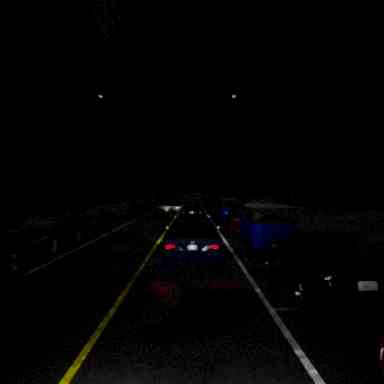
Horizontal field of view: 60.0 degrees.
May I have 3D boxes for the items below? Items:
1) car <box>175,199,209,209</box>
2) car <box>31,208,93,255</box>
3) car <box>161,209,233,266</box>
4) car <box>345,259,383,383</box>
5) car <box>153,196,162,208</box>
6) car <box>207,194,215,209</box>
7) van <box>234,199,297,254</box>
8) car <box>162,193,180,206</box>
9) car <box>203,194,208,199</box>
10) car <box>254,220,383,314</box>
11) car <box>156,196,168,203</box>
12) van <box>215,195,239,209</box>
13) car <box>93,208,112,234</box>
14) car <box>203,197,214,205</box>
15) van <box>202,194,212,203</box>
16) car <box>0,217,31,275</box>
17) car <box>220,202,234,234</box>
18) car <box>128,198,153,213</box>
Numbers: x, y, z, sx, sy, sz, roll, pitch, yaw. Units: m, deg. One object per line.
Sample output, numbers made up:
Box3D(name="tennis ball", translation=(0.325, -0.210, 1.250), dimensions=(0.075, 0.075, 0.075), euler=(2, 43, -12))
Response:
Box3D(name="car", translation=(0.030, 1.514, 26.407), dimensions=(2.033, 1.411, 5.357), euler=(0, 0, 1))
Box3D(name="car", translation=(-5.670, 1.534, 13.115), dimensions=(2.008, 1.369, 4.403), euler=(0, 0, 0))
Box3D(name="car", translation=(0.026, 1.533, 11.413), dimensions=(2.033, 1.411, 5.357), euler=(0, 0, 1))
Box3D(name="car", translation=(2.852, 1.542, 1.819), dimensions=(1.887, 1.381, 4.507), euler=(0, 0, 0))
Box3D(name="car", translation=(-5.659, 1.514, 47.009), dimensions=(1.802, 1.307, 4.206), euler=(0, 0, 0))
Box3D(name="car", translation=(2.859, 1.276, 30.061), dimensions=(2.192, 1.841, 5.009), euler=(0, 0, 0))
Box3D(name="van", translation=(2.854, 1.324, 13.116), dimensions=(1.690, 1.788, 3.998), euler=(0, 0, 0))
Box3D(name="car", translation=(-3.070, 1.141, 52.704), dimensions=(2.150, 2.045, 5.566), euler=(0, 0, 0))
Box3D(name="car", translation=(2.863, 1.258, 41.359), dimensions=(2.192, 1.841, 5.009), euler=(0, 0, 0))
Box3D(name="car", translation=(2.854, 1.556, 7.467), dimensions=(1.947, 1.339, 4.313), euler=(0, 0, 0))
Box3D(name="car", translation=(-5.654, 1.457, 63.956), dimensions=(1.947, 1.339, 4.313), euler=(0, 0, 0))
Box3D(name="van", translation=(2.857, 1.310, 24.412), dimensions=(1.690, 1.788, 3.998), euler=(0, 0, 0))
Box3D(name="car", translation=(-5.668, 1.558, 18.764), dimensions=(1.802, 1.307, 4.206), euler=(0, 0, 0))
Box3D(name="car", translation=(2.870, 1.488, 58.306), dimensions=(1.802, 1.307, 4.206), euler=(0, 0, 0))
Box3D(name="van", translation=(2.871, 1.231, 63.954), dimensions=(1.690, 1.788, 3.998), euler=(0, 0, 0))
Box3D(name="car", translation=(-5.672, 1.430, 7.466), dimensions=(1.967, 1.590, 4.097), euler=(0, 0, 0))
Box3D(name="car", translation=(2.857, 1.520, 18.765), dimensions=(1.887, 1.381, 4.507), euler=(0, 0, 0))
Box3D(name="car", translation=(-5.663, 1.498, 35.711), dimensions=(1.887, 1.381, 4.507), euler=(0, 0, 0))
